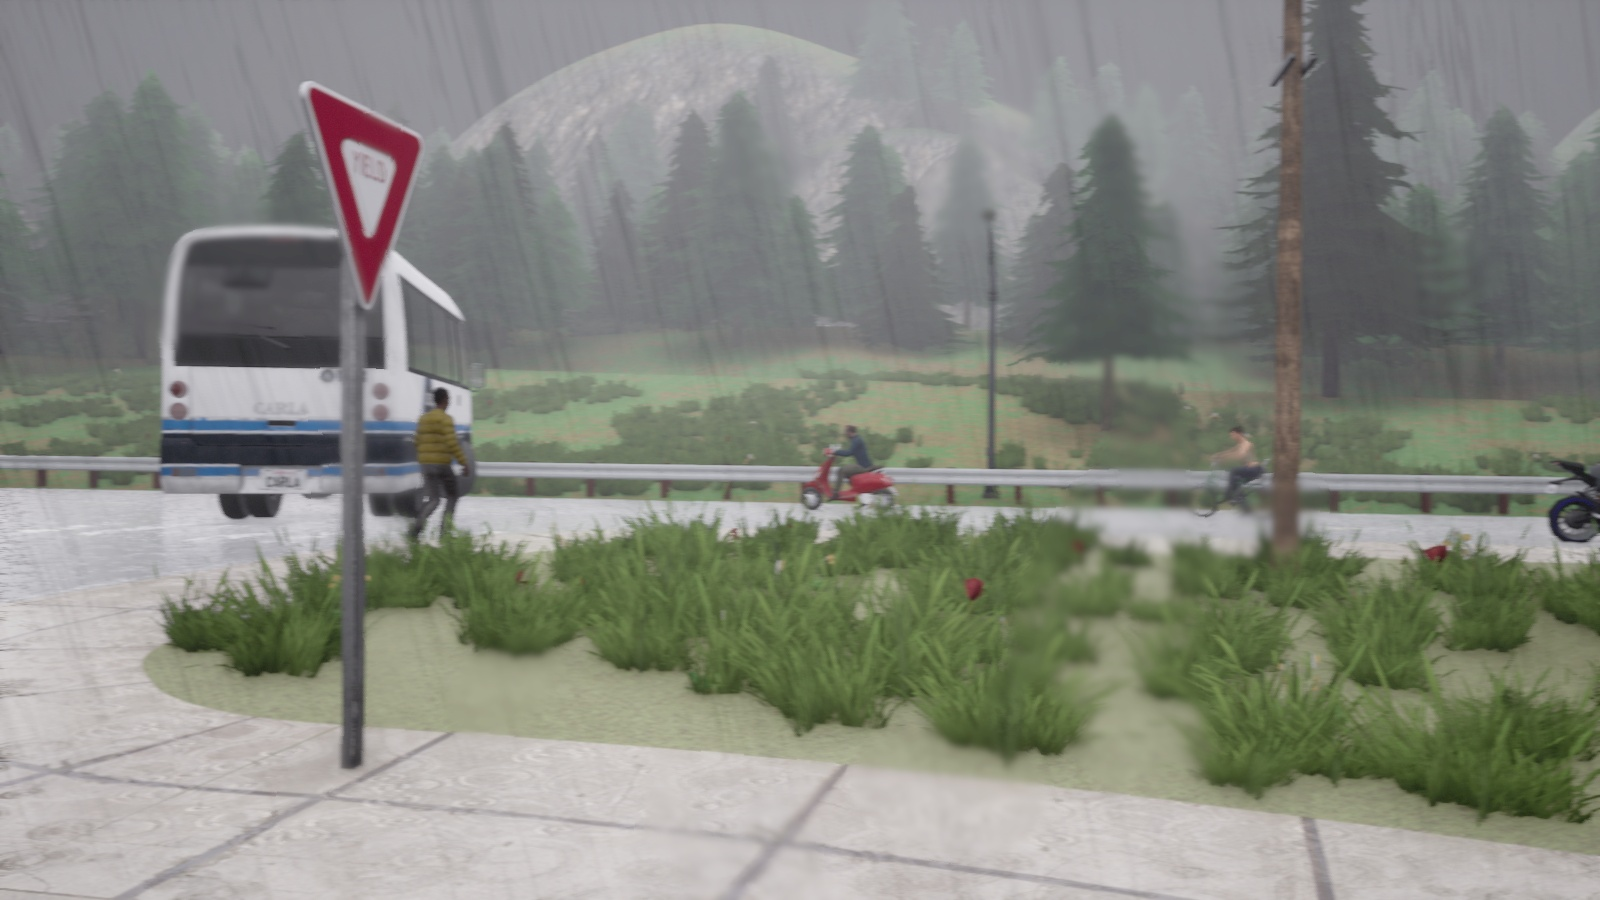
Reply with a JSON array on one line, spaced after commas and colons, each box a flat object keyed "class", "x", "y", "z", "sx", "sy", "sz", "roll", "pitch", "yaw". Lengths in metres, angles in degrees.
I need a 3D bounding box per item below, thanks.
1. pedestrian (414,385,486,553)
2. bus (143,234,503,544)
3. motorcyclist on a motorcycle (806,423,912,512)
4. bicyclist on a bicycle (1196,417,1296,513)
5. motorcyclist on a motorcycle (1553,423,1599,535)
[{"class": "pedestrian", "x": -3.942, "y": 0.201, "z": 14.175, "sx": 0.431, "sy": 1.840, "sz": 0.709, "roll": 0, "pitch": 1, "yaw": 21}, {"class": "bus", "x": -7.821, "y": -0.922, "z": 22.633, "sx": 3.944, "sy": 4.253, "sz": 10.273, "roll": -1, "pitch": 1, "yaw": -9}, {"class": "motorcyclist on a motorcycle", "x": 1.093, "y": 0.314, "z": 22.954, "sx": 1.817, "sy": 1.590, "sz": 0.866, "roll": 0, "pitch": 1, "yaw": 11}, {"class": "bicyclist on a bicycle", "x": 7.689, "y": 0.254, "z": 21.708, "sx": 1.509, "sy": 1.612, "sz": 0.866, "roll": 0, "pitch": 1, "yaw": 11}, {"class": "motorcyclist on a motorcycle", "x": 11.799, "y": 0.381, "z": 17.381, "sx": 2.191, "sy": 1.530, "sz": 0.866, "roll": 0, "pitch": 1, "yaw": 11}]
